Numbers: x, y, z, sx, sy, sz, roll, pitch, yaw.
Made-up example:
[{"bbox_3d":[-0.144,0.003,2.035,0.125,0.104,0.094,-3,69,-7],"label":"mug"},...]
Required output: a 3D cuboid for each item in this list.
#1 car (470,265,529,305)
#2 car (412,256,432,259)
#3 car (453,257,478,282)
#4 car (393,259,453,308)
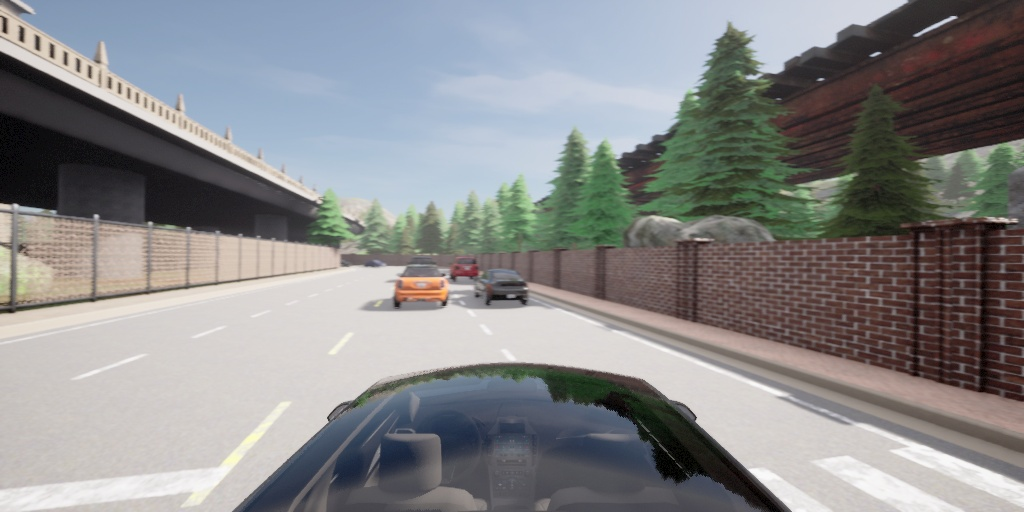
[{"bbox_3d":[-0.607,1.357,16.743,1.837,1.490,4.892,1,0,-14],"label":"car"},{"bbox_3d":[-7.582,1.065,30.150,2.150,2.045,5.566,1,0,-14],"label":"car"},{"bbox_3d":[-4.188,1.118,31.002,2.150,2.045,5.566,1,0,-14],"label":"car"},{"bbox_3d":[-3.945,1.145,15.671,2.097,1.767,4.553,1,-1,-14],"label":"car"}]
